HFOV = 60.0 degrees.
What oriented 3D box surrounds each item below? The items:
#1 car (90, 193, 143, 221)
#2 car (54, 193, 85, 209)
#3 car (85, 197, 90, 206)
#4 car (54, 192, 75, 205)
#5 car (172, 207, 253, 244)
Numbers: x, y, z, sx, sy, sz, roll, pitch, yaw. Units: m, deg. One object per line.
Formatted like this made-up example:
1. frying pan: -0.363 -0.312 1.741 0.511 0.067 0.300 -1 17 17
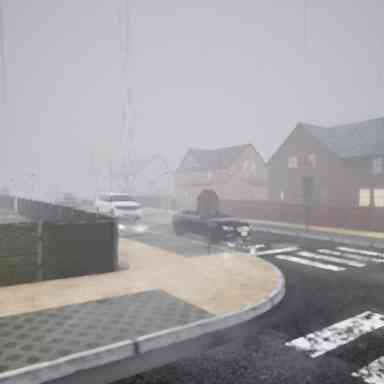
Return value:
1. car: -5.838 1.104 25.989 2.150 2.045 5.566 1 0 -34
2. car: -14.288 1.235 38.448 1.837 1.490 4.892 1 0 -34
3. car: -14.324 1.280 43.615 1.994 1.385 4.181 1 0 -34
4. car: -19.931 0.964 51.772 2.097 1.767 4.553 1 0 -34
5. car: 0.855 1.494 16.133 2.128 1.511 4.902 1 0 -34
